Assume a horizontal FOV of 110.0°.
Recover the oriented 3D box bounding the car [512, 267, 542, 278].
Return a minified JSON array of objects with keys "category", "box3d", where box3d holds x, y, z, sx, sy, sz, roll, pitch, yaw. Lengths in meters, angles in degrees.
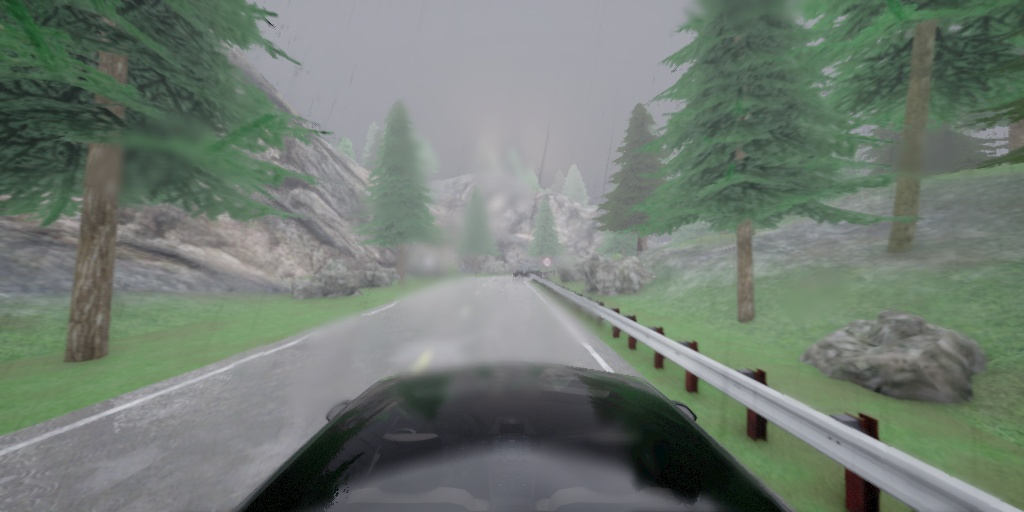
[{"category":"car","box3d":[1.954,1.923,42.688,1.895,1.301,4.718,0,-1,29]}]
